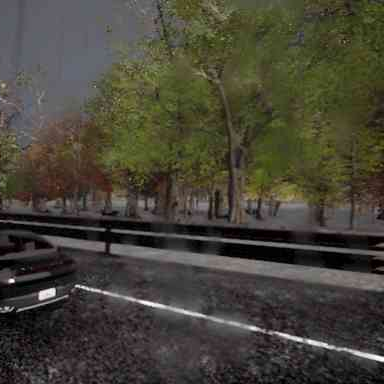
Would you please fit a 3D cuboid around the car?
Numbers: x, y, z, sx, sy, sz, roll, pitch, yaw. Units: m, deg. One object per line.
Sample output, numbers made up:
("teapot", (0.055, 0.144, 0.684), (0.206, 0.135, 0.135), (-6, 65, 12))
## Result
("car", (-4.529, 1.563, 7.168), (4.892, 1.490, 1.837), (-1, 0, 34))
